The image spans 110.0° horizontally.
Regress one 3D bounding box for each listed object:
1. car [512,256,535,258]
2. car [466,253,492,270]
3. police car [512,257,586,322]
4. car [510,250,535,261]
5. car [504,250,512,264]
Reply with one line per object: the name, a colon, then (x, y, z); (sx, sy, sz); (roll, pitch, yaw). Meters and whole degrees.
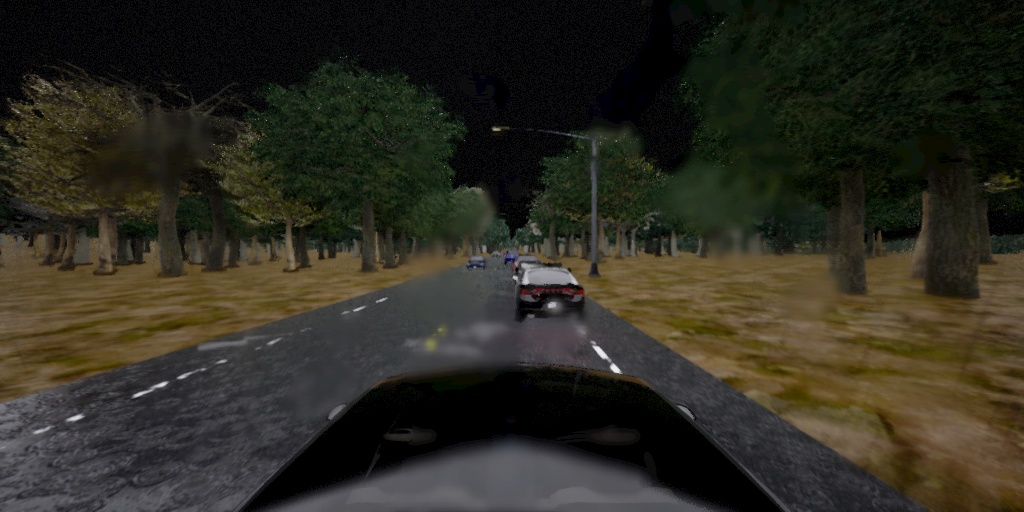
car: (1.056, 0.936, 21.533); (1.812, 1.442, 4.674); (0, 1, 0)
car: (-3.580, 0.672, 37.430); (2.033, 1.411, 5.357); (0, 1, 0)
police car: (1.053, 1.007, 11.640); (1.930, 1.638, 5.238); (0, 1, 0)
car: (1.058, 0.654, 27.501); (2.097, 1.767, 4.553); (0, 1, 0)
car: (0.035, 0.102, 50.842); (2.150, 2.045, 5.566); (0, 1, 1)
